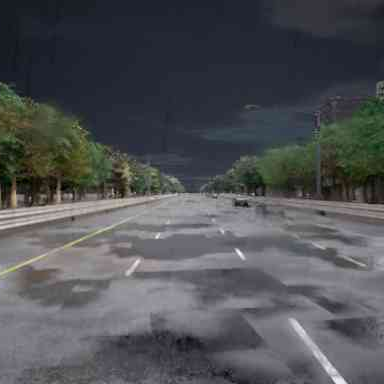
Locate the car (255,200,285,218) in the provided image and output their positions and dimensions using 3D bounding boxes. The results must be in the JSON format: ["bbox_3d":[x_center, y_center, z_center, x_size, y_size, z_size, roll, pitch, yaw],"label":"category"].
[{"bbox_3d":[7.006,1.496,30.253,2.128,1.511,4.902,0,0,0],"label":"car"}]

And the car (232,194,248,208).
[{"bbox_3d":[7.011,1.510,48.817,1.882,1.535,5.008,0,0,0],"label":"car"}]
